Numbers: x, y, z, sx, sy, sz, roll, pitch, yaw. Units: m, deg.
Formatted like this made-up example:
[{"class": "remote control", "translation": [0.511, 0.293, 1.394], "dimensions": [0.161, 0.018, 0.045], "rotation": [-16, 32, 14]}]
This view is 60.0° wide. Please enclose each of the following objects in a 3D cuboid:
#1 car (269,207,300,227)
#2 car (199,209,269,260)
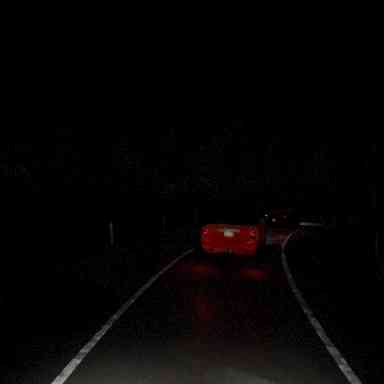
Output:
[{"class": "car", "translation": [6.966, 1.878, 25.627], "dimensions": [1.812, 1.442, 4.674], "rotation": [1, -1, 30]}, {"class": "car", "translation": [1.758, 1.436, 13.021], "dimensions": [2.097, 1.767, 4.553], "rotation": [1, -1, 15]}]
